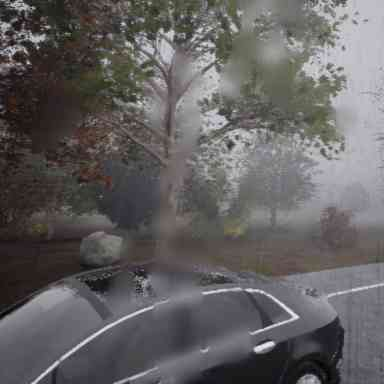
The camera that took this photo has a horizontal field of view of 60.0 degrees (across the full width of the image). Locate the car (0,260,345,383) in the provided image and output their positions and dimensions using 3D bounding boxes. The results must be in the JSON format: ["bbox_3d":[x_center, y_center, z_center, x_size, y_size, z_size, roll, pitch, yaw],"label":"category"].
[{"bbox_3d":[-0.644,1.499,2.953,4.892,1.490,1.837,0,0,-33],"label":"car"}]
